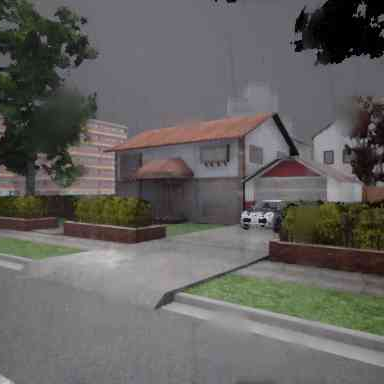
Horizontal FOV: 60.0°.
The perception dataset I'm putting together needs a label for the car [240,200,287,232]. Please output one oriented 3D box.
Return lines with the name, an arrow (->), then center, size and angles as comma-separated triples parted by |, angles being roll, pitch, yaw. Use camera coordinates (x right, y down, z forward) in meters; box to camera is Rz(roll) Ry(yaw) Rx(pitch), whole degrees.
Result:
car -> 4.085, 1.168, 17.390 | 1.970, 1.475, 3.806 | 0, 0, 36
